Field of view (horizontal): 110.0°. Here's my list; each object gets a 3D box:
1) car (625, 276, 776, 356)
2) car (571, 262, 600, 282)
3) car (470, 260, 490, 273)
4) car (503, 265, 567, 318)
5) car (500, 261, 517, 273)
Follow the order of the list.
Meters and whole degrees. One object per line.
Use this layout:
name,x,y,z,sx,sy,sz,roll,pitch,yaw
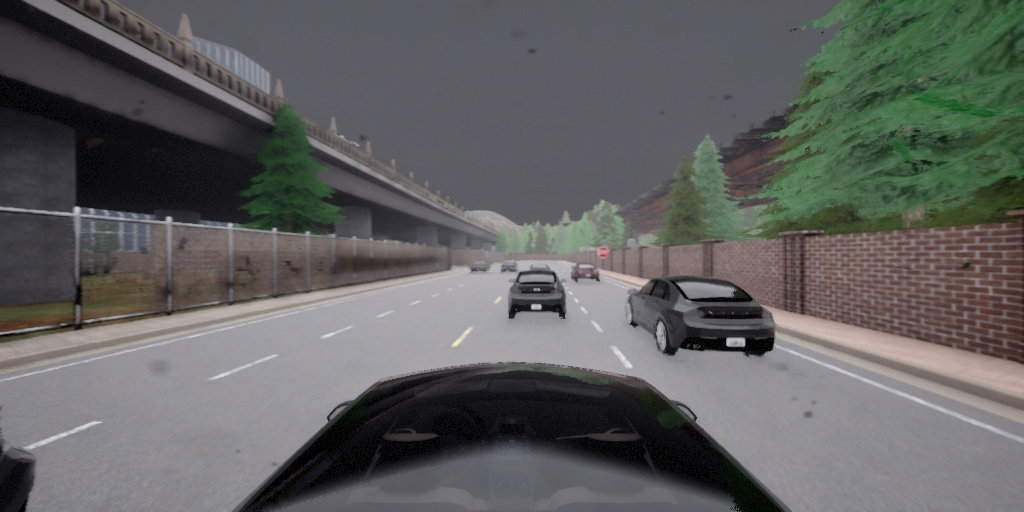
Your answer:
car,4.032,1.216,8.504,1.837,1.490,4.892,0,0,5
car,5.686,1.214,28.093,1.812,1.442,4.674,-1,0,5
car,-3.751,1.266,43.192,1.837,1.490,4.892,-1,0,5
car,0.921,1.242,12.927,1.837,1.490,4.892,0,0,5
car,-0.261,1.334,42.913,2.033,1.411,5.357,-1,0,5
